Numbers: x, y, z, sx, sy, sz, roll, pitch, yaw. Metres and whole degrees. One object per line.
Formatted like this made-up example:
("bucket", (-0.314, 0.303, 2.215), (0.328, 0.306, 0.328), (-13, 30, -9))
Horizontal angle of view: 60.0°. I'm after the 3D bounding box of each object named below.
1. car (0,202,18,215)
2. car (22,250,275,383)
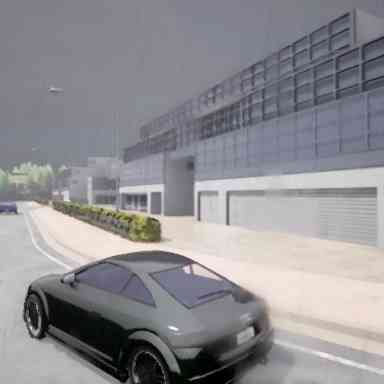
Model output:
("car", (-21.998, 1.885, 39.791), (1.882, 1.535, 5.008), (0, -1, -28))
("car", (-0.890, 1.618, 5.117), (4.181, 1.385, 1.994), (-1, -1, 41))
